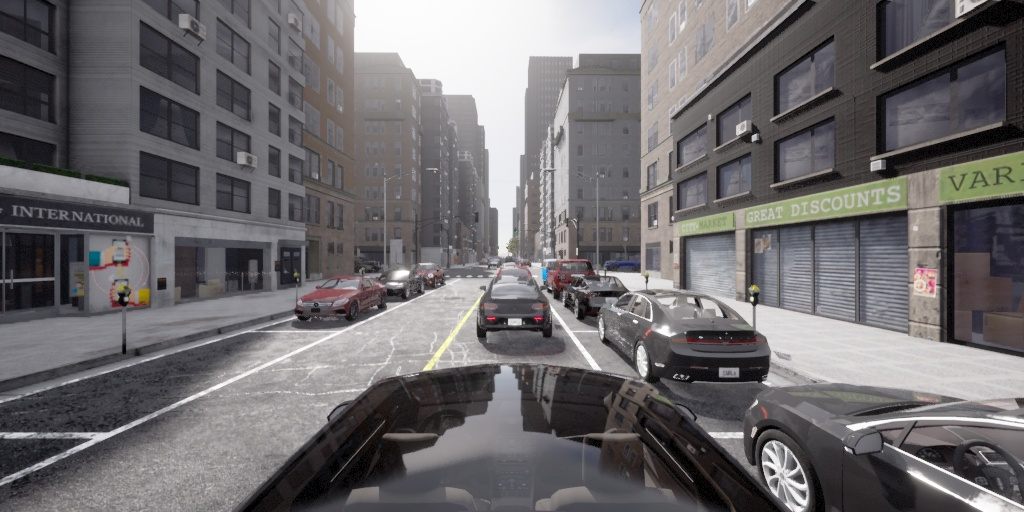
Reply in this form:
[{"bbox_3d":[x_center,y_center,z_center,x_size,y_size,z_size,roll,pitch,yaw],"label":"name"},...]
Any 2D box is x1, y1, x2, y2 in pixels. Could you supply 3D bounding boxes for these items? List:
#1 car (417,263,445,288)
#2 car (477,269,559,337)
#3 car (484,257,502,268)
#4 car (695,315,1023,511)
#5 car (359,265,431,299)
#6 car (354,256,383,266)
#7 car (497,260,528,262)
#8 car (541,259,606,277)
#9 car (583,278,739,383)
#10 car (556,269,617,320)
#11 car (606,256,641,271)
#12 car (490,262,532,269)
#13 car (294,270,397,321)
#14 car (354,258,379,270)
[{"bbox_3d":[-5.654,1.190,23.477,1.967,1.591,4.097,0,0,0],"label":"car"},{"bbox_3d":[0.044,1.276,10.148,1.812,1.442,4.674,0,0,0],"label":"car"},{"bbox_3d":[-3.201,1.318,62.001,2.033,1.411,5.357,0,0,-1],"label":"car"},{"bbox_3d":[2.859,1.300,1.383,2.007,1.370,4.403,0,0,0],"label":"car"},{"bbox_3d":[-5.657,1.316,17.952,1.948,1.339,4.313,0,0,0],"label":"car"},{"bbox_3d":[-18.594,0.990,43.409,5.566,2.045,2.150,0,0,0],"label":"car"},{"bbox_3d":[0.080,1.256,27.708,1.837,1.490,4.892,0,0,2],"label":"car"},{"bbox_3d":[2.869,1.065,17.954,2.192,1.841,5.009,0,0,0],"label":"car"},{"bbox_3d":[2.862,1.300,6.906,2.007,1.370,4.403,0,0,0],"label":"car"},{"bbox_3d":[2.865,1.316,12.430,1.948,1.339,4.313,0,0,0],"label":"car"},{"bbox_3d":[14.858,0.960,47.004,5.566,2.045,2.150,0,0,2],"label":"car"},{"bbox_3d":[0.108,1.228,17.490,1.882,1.535,5.008,0,0,0],"label":"car"},{"bbox_3d":[-5.661,1.332,12.427,1.802,1.307,4.207,0,0,0],"label":"car"},{"bbox_3d":[-17.962,1.269,40.163,4.892,1.490,1.837,0,0,0],"label":"car"}]
